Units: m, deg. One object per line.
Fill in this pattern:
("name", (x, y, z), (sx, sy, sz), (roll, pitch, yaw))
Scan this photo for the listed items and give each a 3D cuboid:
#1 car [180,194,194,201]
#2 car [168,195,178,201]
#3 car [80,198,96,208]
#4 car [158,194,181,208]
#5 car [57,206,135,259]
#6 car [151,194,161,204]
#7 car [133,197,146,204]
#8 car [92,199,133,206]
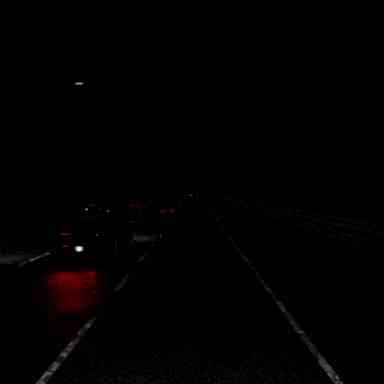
("car", (-1.308, 1.496, 86.538), (1.882, 1.535, 5.008), (0, 0, 5))
("car", (-4.818, 1.466, 86.541), (1.882, 1.535, 5.008), (0, 0, 5))
("car", (-10.168, 1.431, 34.613), (1.837, 1.490, 4.892), (1, 0, 1))
("car", (-3.037, 1.477, 46.541), (2.128, 1.511, 4.902), (0, 0, 1))
("car", (-3.413, 1.481, 12.556), (1.837, 1.490, 4.892), (0, 0, 1))
("car", (-6.311, 1.510, 60.558), (2.033, 1.411, 5.357), (0, 0, 2))
("car", (-9.776, 1.535, 61.611), (1.895, 1.301, 4.718), (0, 0, 2))
("car", (-6.737, 1.513, 28.569), (1.994, 1.385, 4.181), (0, 0, 1))
